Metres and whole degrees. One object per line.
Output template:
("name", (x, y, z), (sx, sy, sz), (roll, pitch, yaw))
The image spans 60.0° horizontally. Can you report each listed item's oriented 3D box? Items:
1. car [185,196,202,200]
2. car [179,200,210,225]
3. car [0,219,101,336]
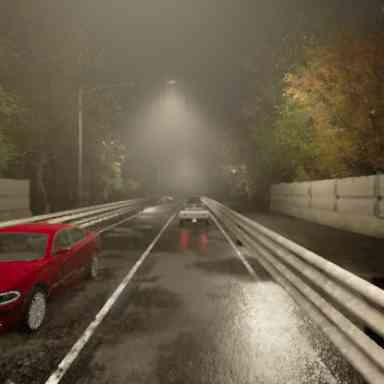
("car", (0.186, 1.276, 41.611), (1.837, 1.490, 4.892), (0, 0, 0))
("car", (0.145, 1.414, 22.311), (1.895, 1.301, 4.718), (0, 0, 0))
("car", (-3.339, 1.408, 6.820), (1.882, 1.535, 5.008), (0, 1, 0))
